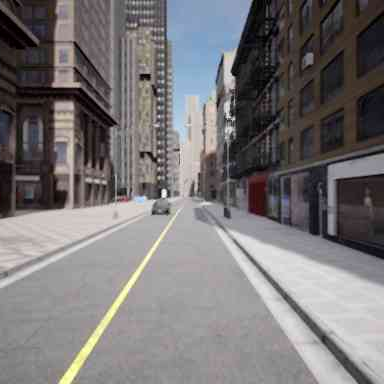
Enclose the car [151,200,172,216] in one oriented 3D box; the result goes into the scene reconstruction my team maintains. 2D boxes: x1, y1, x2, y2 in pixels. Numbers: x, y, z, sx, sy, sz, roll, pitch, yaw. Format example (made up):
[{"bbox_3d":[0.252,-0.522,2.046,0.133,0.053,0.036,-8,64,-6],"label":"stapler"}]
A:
[{"bbox_3d":[-3.131,1.605,34.813,1.882,1.535,5.008,0,0,0],"label":"car"}]
